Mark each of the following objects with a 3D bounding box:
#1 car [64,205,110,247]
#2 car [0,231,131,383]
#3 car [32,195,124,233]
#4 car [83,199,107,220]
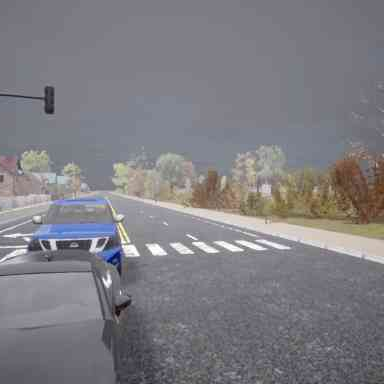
[{"bbox_3d":[-4.960,1.498,16.147,1.837,1.490,4.892,0,0,-15],"label":"car"},{"bbox_3d":[-1.743,1.524,3.965,1.812,1.442,4.674,0,0,-12],"label":"car"},{"bbox_3d":[-3.342,1.218,10.064,2.150,2.045,5.566,0,0,-15],"label":"car"},{"bbox_3d":[-8.366,1.461,28.964,1.882,1.535,5.008,0,0,-15],"label":"car"}]
